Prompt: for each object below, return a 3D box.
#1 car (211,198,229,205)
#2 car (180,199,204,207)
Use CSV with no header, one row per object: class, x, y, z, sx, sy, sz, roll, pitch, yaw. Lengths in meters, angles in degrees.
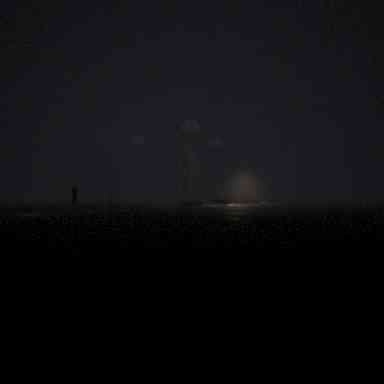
car,5.705,1.920,67.250,1.837,1.490,4.892,0,0,36
car,-0.003,1.902,59.221,2.033,1.411,5.357,0,0,36
